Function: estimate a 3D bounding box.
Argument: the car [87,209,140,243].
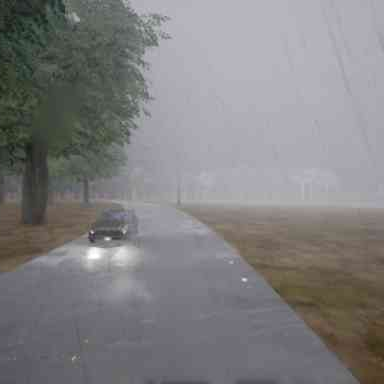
[{"bbox_3d":[-3.633,1.552,16.325,2.033,1.411,5.357,0,0,-4],"label":"car"}]
